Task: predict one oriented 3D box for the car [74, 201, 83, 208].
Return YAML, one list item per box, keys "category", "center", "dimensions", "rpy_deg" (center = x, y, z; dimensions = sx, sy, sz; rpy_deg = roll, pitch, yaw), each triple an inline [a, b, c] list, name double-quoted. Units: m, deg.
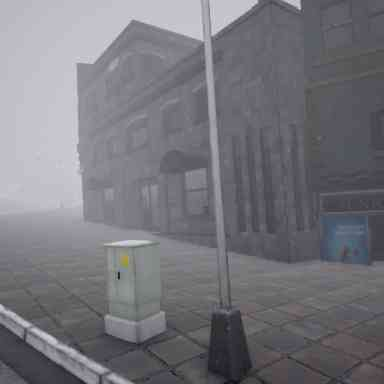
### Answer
- category: "car"
  center: [-25.349, 2.876, 76.229]
  dimensions: [1.882, 1.535, 5.008]
  rpy_deg: [-4, -2, 4]
